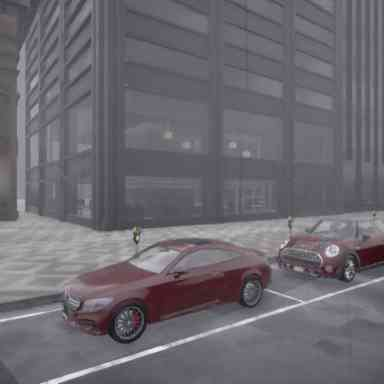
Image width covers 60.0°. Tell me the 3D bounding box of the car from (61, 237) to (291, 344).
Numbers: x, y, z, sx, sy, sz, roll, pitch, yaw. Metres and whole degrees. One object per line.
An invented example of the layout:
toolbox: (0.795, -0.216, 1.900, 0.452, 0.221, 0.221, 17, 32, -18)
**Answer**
car: (-0.250, 1.582, 6.354, 4.206, 1.307, 1.802, 0, 0, -35)

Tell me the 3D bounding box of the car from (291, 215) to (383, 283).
car: (4.342, 1.440, 9.629, 4.097, 1.590, 1.967, 0, 0, -36)
